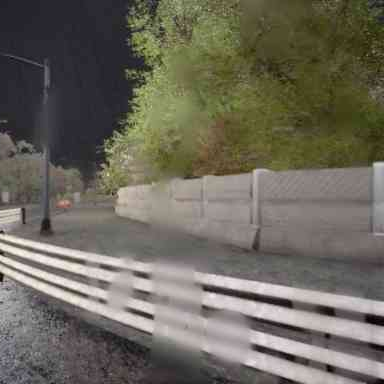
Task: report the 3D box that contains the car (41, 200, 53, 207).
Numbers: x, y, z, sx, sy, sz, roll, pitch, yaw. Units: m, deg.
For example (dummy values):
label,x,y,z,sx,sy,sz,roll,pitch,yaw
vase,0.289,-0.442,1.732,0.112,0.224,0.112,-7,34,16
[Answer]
label,x,y,z,sx,sy,sz,roll,pitch,yaw
car,-30.122,2.310,69.169,2.128,1.511,4.902,0,-1,-13

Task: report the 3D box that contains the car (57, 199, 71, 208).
label,x,y,z,sx,sy,sz,roll,pitch,yaw
car,-26.466,2.307,68.913,2.097,1.767,4.553,0,-1,-13
